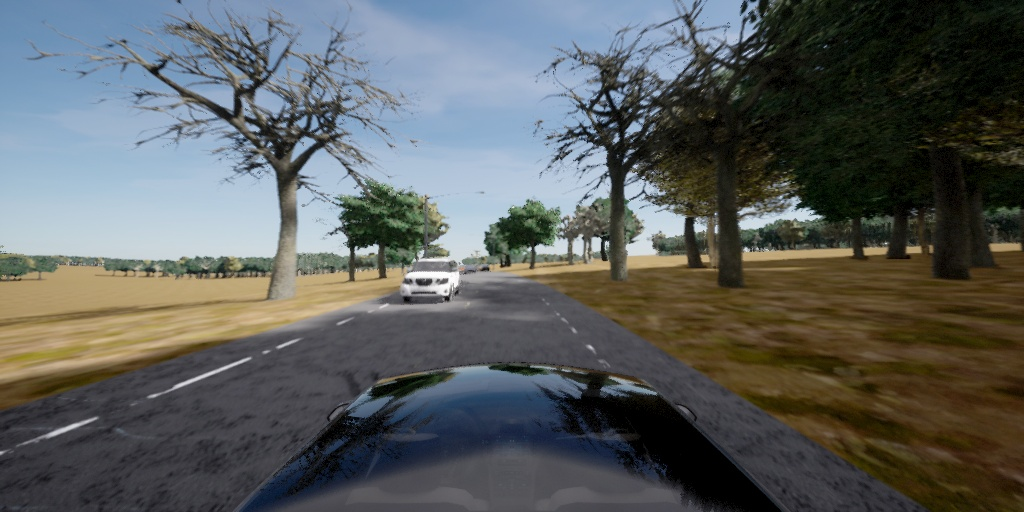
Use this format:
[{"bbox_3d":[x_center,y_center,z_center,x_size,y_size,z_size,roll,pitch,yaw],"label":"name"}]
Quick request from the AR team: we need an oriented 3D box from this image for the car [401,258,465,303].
[{"bbox_3d":[-3.868,1.118,18.069,2.150,2.045,5.566,0,-1,-2],"label":"car"}]

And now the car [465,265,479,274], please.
[{"bbox_3d":[-7.009,2.229,60.347,2.033,1.411,5.357,0,-1,-6],"label":"car"}]
